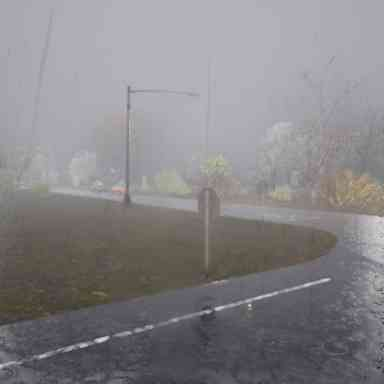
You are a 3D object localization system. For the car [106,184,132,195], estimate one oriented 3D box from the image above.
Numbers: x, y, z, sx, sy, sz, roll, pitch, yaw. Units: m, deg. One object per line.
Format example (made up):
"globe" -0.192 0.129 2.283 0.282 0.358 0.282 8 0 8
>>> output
"car" -11.248 -0.423 52.555 2.097 1.767 4.553 0 2 -36

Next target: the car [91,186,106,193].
"car" -16.865 -0.485 60.414 1.895 1.301 4.718 0 2 -36
